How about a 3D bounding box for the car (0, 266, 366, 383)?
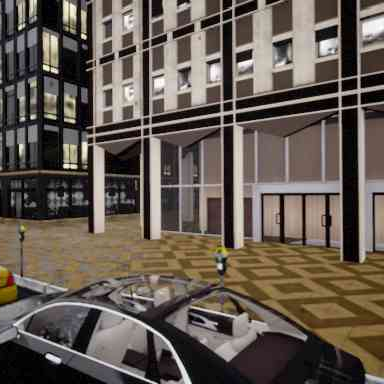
[{"bbox_3d":[-0.655,1.554,3.349,4.403,1.369,2.008,0,0,36],"label":"car"}]
